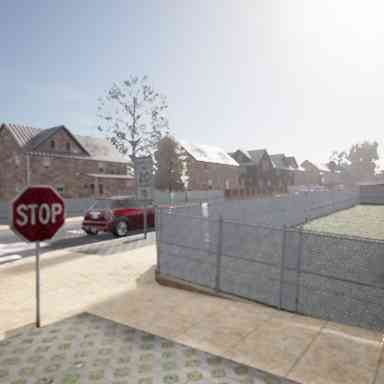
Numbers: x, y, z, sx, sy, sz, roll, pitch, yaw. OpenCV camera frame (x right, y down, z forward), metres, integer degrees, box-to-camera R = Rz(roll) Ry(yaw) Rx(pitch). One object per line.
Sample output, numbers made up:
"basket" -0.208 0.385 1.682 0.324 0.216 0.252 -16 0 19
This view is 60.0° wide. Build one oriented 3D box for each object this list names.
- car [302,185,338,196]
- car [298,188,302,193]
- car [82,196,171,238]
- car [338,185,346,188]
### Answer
"car" 15.645 0.035 40.415 2.033 1.411 5.357 -1 1 37
"car" 15.940 -0.041 45.546 1.994 1.385 4.181 -1 1 36
"car" -2.752 0.949 15.494 2.097 1.767 4.553 -1 1 36
"car" 21.608 -0.312 48.615 2.033 1.411 5.357 -1 1 36
